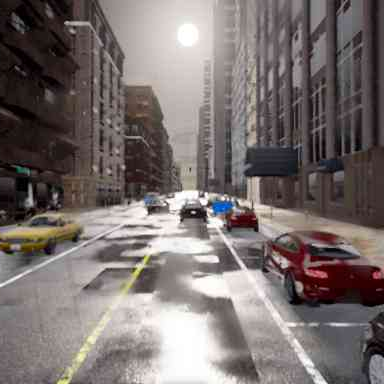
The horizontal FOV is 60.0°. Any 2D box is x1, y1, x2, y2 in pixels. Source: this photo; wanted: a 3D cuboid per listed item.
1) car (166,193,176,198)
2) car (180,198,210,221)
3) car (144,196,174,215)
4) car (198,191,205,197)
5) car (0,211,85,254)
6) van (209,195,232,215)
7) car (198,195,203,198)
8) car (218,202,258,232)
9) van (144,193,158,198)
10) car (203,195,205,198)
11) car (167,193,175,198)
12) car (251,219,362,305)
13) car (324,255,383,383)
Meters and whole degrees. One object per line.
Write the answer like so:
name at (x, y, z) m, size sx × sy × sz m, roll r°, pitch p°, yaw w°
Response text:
car at (-5.677, 1.029, 85.146) m, size 2.008 × 1.369 × 4.403 m, roll 1°, pitch 0°, yaw 0°
car at (0.101, 1.409, 25.402) m, size 1.994 × 1.385 × 4.181 m, roll 0°, pitch 0°, yaw 0°
car at (-3.086, 1.372, 31.515) m, size 1.994 × 1.385 × 4.181 m, roll 0°, pitch 0°, yaw 0°
car at (2.703, 1.024, 90.803) m, size 1.802 × 1.307 × 4.206 m, roll 1°, pitch 0°, yaw 0°
car at (-5.678, 1.446, 13.124) m, size 1.752 × 1.417 × 4.829 m, roll 1°, pitch 0°, yaw 0°
van at (2.706, 1.157, 30.244) m, size 1.690 × 1.788 × 3.998 m, roll 1°, pitch 0°, yaw 0°
car at (0.101, 1.349, 41.309) m, size 1.895 × 1.301 × 4.718 m, roll 0°, pitch 0°, yaw 0°
car at (2.702, 1.467, 18.943) m, size 1.802 × 1.307 × 4.206 m, roll 1°, pitch 0°, yaw 0°
van at (-5.761, 1.054, 47.229) m, size 1.690 × 1.788 × 3.998 m, roll 1°, pitch 0°, yaw 0°
car at (2.702, 1.329, 41.547) m, size 1.802 × 1.307 × 4.206 m, roll 1°, pitch 0°, yaw 0°
car at (-5.676, 0.993, 90.800) m, size 2.008 × 1.369 × 4.403 m, roll 1°, pitch 0°, yaw 0°
car at (2.702, 1.536, 7.640) m, size 1.802 × 1.307 × 4.206 m, roll 1°, pitch 0°, yaw 0°
car at (2.702, 1.538, 1.990) m, size 2.008 × 1.369 × 4.403 m, roll 1°, pitch 0°, yaw 0°
